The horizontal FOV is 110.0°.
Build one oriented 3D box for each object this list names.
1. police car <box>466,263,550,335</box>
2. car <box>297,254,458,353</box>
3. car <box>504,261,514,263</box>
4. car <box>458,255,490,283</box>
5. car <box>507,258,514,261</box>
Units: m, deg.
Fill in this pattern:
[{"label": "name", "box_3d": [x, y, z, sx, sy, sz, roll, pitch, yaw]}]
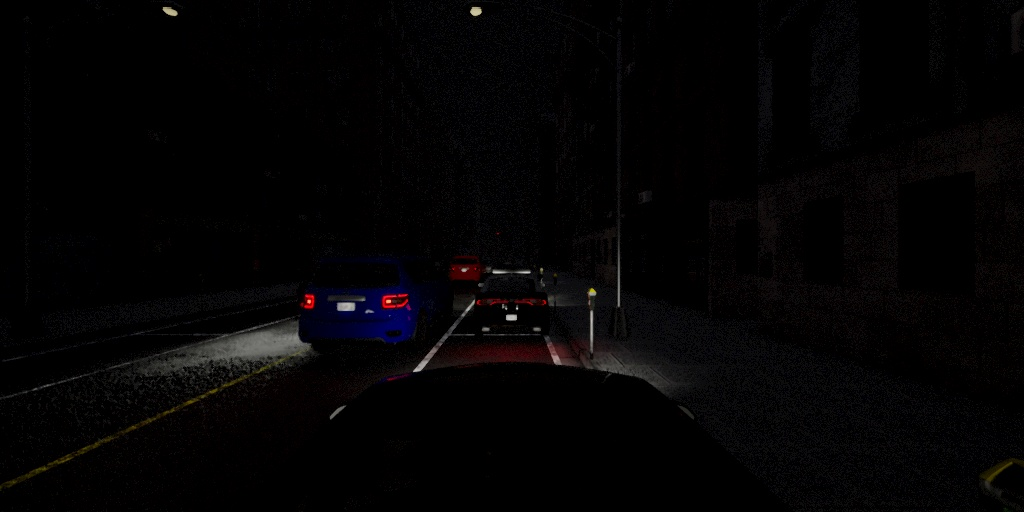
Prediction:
[{"label": "police car", "box_3d": [-0.012, 1.175, 10.610, 1.930, 1.638, 5.238, 0, 0, 0]}, {"label": "car", "box_3d": [-2.921, 0.973, 8.978, 2.150, 2.045, 5.566, 0, 0, 0]}, {"label": "car", "box_3d": [-0.383, 1.315, 28.035, 1.948, 1.339, 4.313, 0, 0, 0]}, {"label": "car", "box_3d": [-3.021, 0.973, 25.253, 2.150, 2.045, 5.566, 0, 0, 0]}, {"label": "car", "box_3d": [-0.383, 1.269, 39.031, 1.751, 1.417, 4.829, 0, 0, 0]}]
